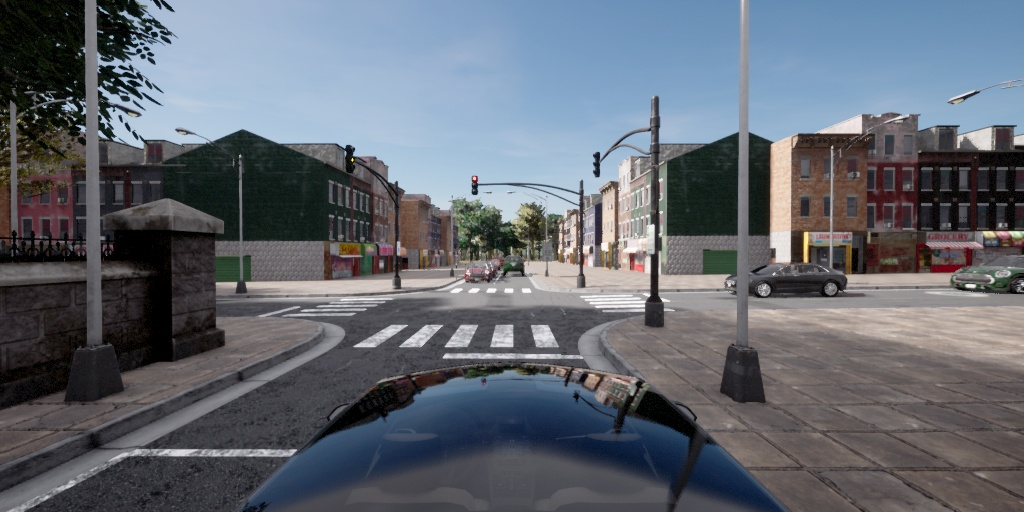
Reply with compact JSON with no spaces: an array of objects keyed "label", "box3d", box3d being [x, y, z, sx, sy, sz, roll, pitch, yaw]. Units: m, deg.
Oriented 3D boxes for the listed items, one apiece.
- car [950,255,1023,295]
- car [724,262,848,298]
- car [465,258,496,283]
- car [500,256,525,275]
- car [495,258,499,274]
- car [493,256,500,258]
[{"label":"car","box3d":[23.096,0.752,16.283,4.553,1.767,2.097,-1,1,0]},{"label":"car","box3d":[12.330,1.046,16.327,4.892,1.490,1.837,-1,1,0]},{"label":"car","box3d":[-2.541,1.199,28.117,1.967,1.591,4.097,0,0,0]},{"label":"car","box3d":[0.205,0.991,38.611,2.150,2.045,5.566,0,0,1]},{"label":"car","box3d":[-2.520,1.204,33.551,1.967,1.591,4.097,0,0,0]},{"label":"car","box3d":[-2.802,1.259,60.927,1.801,1.575,5.366,0,0,0]}]
